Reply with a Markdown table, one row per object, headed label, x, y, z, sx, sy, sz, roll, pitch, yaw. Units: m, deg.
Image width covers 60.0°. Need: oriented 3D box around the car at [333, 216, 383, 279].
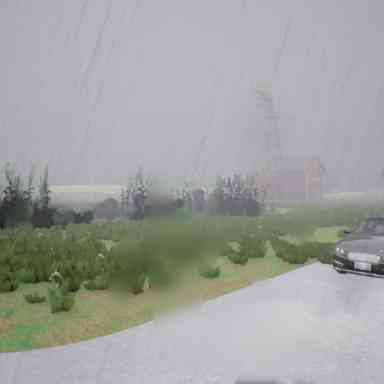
| label | x | y | z | sx | sy | sz | roll | pitch | yaw |
| --- | --- | --- | --- | --- | --- | --- | --- | --- | --- |
| car | 5.751 | 1.491 | 9.652 | 2.128 | 1.511 | 4.902 | 0 | 0 | 44 |
